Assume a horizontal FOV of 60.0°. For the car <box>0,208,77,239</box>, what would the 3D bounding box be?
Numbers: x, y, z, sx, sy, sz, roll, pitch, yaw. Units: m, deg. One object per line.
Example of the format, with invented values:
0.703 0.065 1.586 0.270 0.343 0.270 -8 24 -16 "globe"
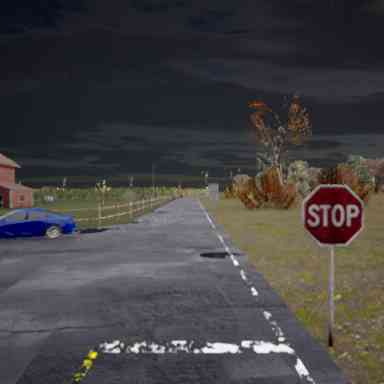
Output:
-8.465 1.602 16.746 5.008 1.535 1.882 -1 3 -17 "car"
